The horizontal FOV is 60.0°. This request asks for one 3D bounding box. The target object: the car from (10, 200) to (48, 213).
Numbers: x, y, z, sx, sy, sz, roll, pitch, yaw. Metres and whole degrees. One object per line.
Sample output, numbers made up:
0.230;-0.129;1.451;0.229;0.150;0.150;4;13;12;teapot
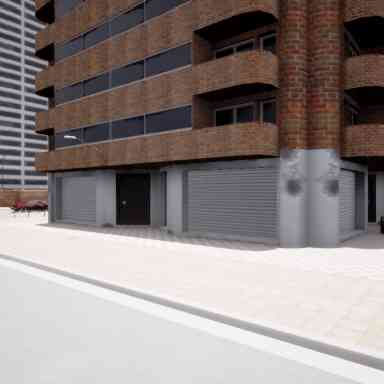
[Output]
-17.894;1.601;37.672;1.895;1.301;4.718;0;0;39;car
